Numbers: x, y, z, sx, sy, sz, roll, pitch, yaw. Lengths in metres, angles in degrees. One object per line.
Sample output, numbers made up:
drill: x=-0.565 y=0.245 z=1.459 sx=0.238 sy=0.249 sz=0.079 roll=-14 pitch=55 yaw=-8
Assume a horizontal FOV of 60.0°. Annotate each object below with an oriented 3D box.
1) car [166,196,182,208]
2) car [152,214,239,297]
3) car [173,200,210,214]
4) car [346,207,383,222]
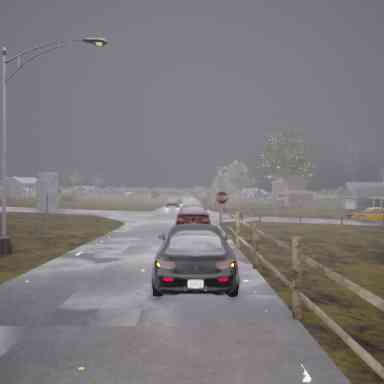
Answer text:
car: x=-2.876 y=1.583 z=50.161 sx=1.882 sy=1.535 sz=5.008 roll=0 pitch=0 yaw=0
car: x=0.082 y=1.534 z=8.456 sx=1.812 sy=1.442 sz=4.674 roll=0 pitch=0 yaw=0
car: x=0.063 y=1.509 z=20.104 sx=1.882 sy=1.535 sz=5.008 roll=0 pitch=0 yaw=0
car: x=18.438 y=2.314 z=34.073 sx=5.008 sy=1.535 sz=1.882 roll=2 pitch=0 yaw=0
